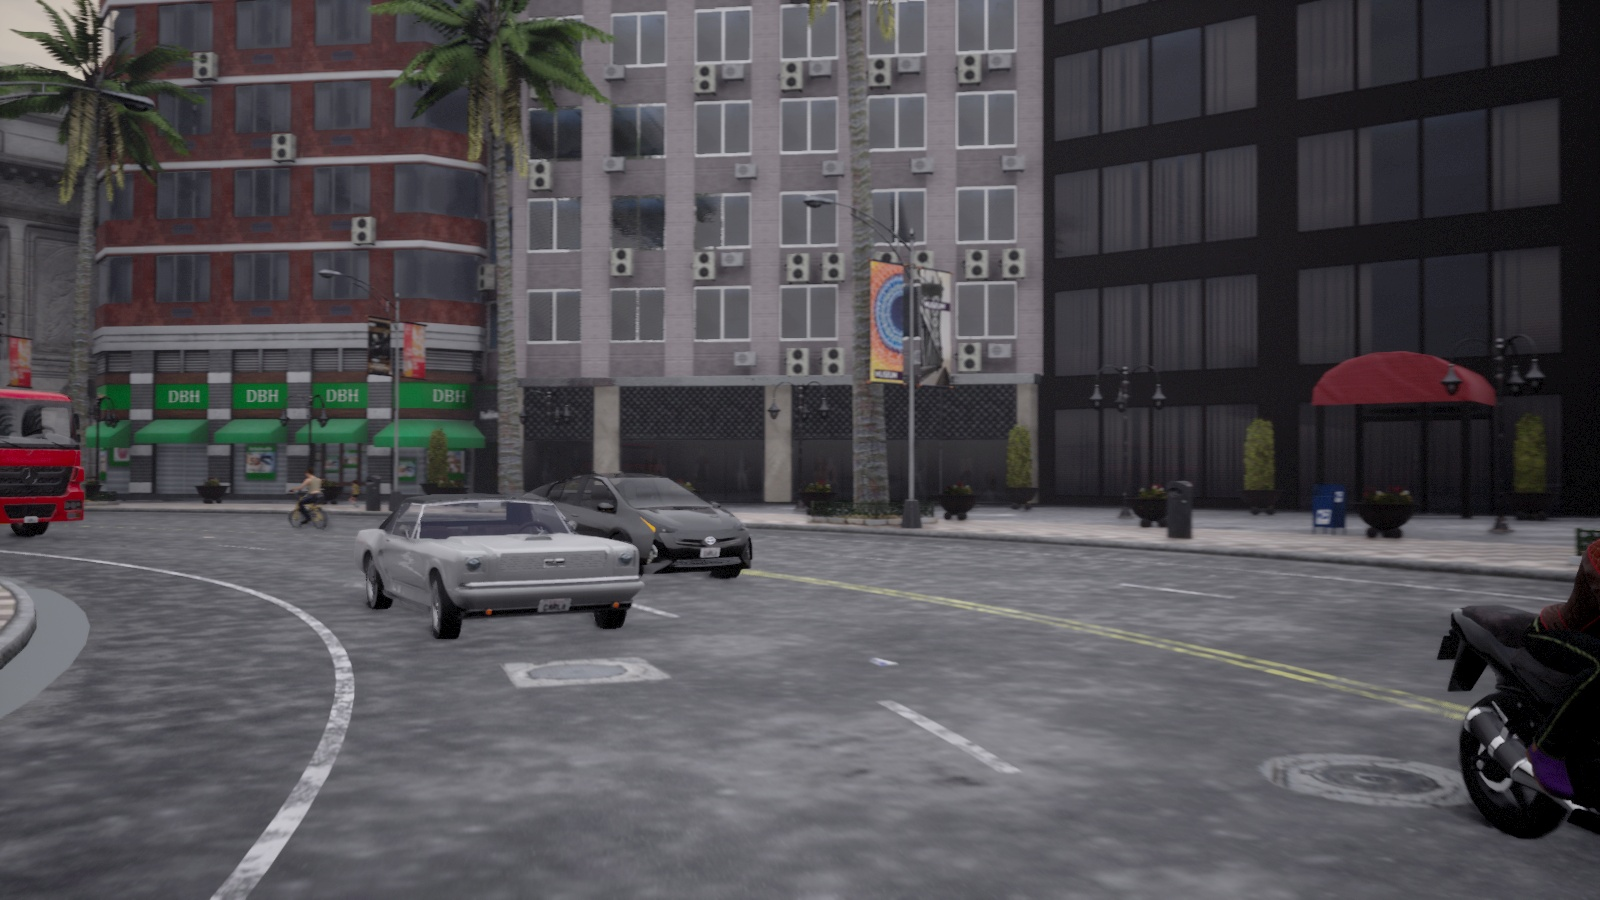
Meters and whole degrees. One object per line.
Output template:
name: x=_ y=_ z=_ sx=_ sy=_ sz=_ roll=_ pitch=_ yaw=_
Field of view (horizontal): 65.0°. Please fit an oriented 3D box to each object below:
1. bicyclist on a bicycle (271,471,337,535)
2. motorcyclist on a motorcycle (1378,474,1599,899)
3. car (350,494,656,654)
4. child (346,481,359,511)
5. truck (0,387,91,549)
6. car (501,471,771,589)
bicyclist on a bicycle: x=-12.972 y=1.374 z=32.821 sx=1.509 sy=1.612 sz=0.866 roll=-1 pitch=-1 yaw=32
motorcyclist on a motorcycle: x=3.175 y=0.858 z=4.694 sx=0.797 sy=1.523 sz=2.044 roll=-1 pitch=-1 yaw=-10
car: x=-3.360 y=1.159 z=13.397 sx=1.895 sy=1.301 sz=4.718 roll=0 pitch=-1 yaw=-30
child: x=-16.834 y=1.738 z=47.215 sx=0.394 sy=1.110 sz=0.255 roll=-1 pitch=-1 yaw=18
truck: x=-20.511 y=0.434 z=28.983 sx=7.936 sy=3.462 sz=2.891 roll=-1 pitch=-1 yaw=22
car: x=-2.585 y=1.091 z=18.782 sx=2.007 sy=1.525 sz=4.514 roll=0 pitch=-1 yaw=-38
